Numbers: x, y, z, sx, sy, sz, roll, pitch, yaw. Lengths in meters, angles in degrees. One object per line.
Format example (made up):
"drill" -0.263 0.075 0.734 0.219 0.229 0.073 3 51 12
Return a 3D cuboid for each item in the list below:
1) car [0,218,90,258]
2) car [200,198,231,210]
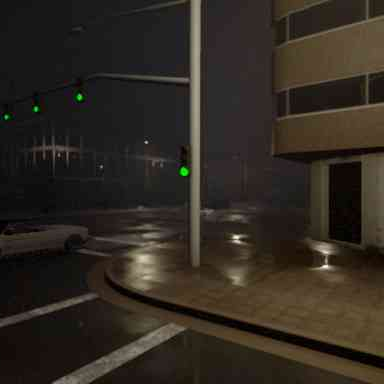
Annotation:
"car" -5.977 1.573 11.587 1.895 1.301 4.718 0 0 36
"car" 2.965 1.495 41.722 2.033 1.411 5.357 0 0 36
